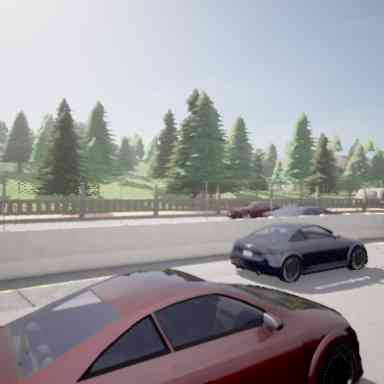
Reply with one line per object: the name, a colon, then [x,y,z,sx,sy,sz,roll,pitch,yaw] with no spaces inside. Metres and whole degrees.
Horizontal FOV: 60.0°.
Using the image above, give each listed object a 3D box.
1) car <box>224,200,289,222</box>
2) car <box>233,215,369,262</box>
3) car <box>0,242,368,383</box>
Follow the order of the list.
car: [5.189,1.474,26.679,5.008,1.535,1.882,0,0,-24]
car: [3.165,1.569,9.662,4.181,1.385,1.994,0,0,-31]
car: [-0.077,1.557,3.523,4.181,1.385,1.994,0,0,-34]
